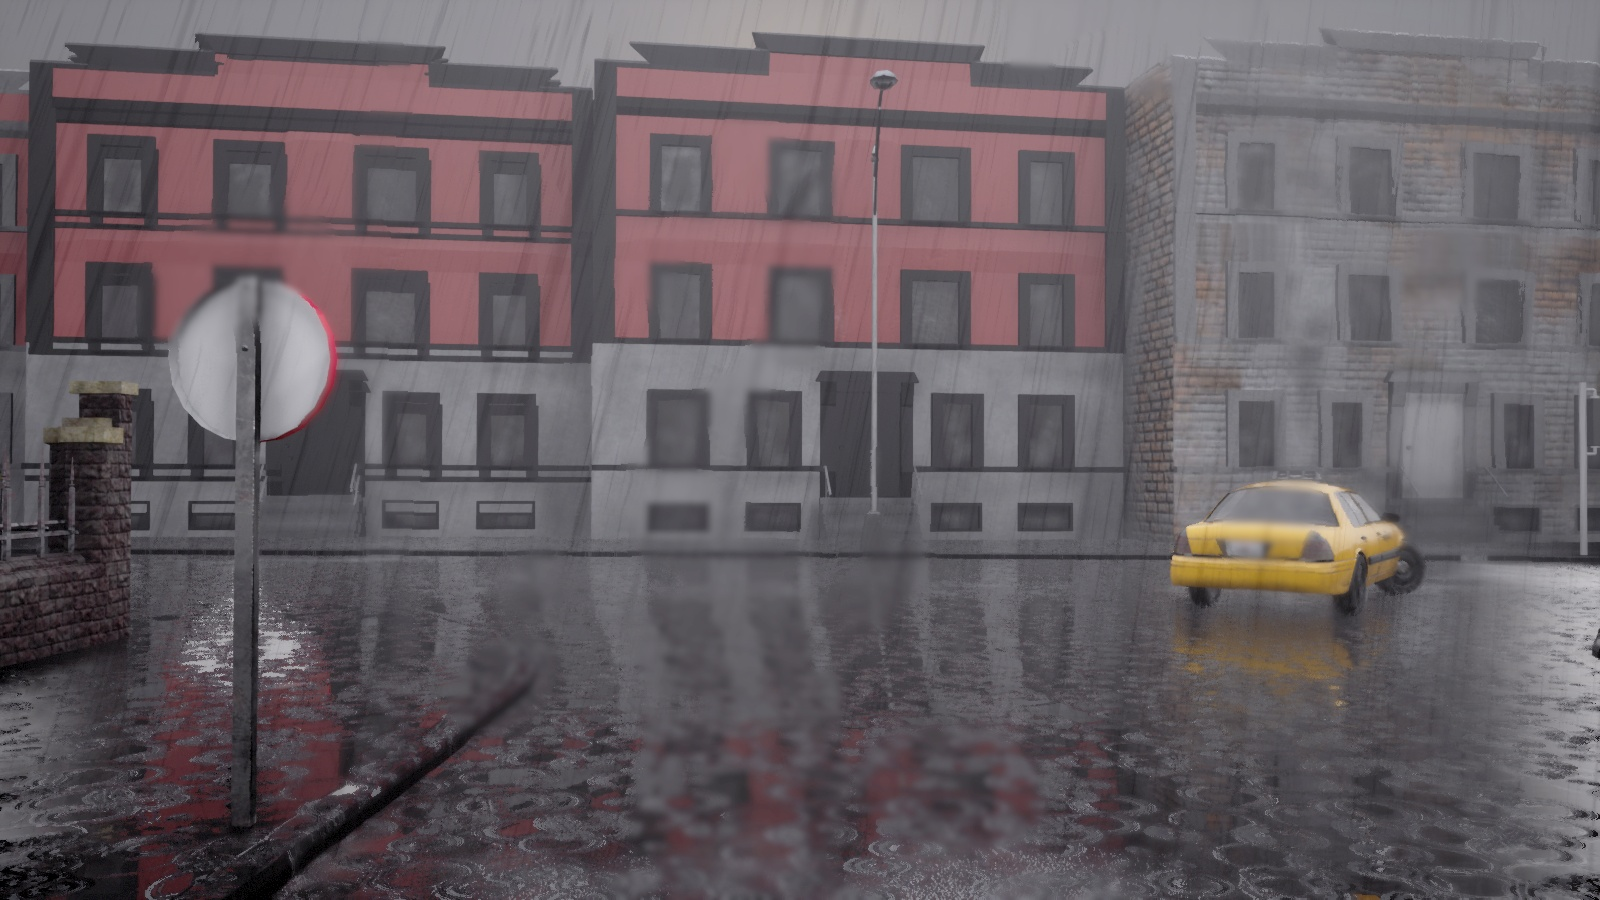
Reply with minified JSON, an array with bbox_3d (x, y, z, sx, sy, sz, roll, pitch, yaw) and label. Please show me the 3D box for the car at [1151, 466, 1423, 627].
[{"bbox_3d":[6.024,0.982,15.067,1.801,1.575,5.366,0,-1,35],"label":"car"}]
